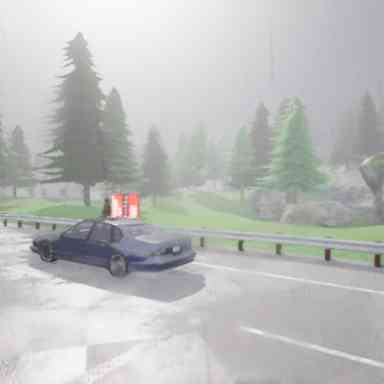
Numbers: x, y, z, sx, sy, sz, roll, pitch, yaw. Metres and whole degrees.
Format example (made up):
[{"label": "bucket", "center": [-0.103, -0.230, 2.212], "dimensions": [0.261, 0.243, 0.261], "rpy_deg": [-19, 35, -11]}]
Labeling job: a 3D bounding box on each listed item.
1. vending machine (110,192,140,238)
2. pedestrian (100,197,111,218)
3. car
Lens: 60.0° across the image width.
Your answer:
[{"label": "vending machine", "center": [-3.259, 1.070, 16.172], "dimensions": [0.880, 2.100, 1.100], "rpy_deg": [1, 0, 32]}, {"label": "pedestrian", "center": [-4.128, 1.163, 16.179], "dimensions": [0.375, 1.860, 0.375], "rpy_deg": [1, 0, 32]}, {"label": "car", "center": [-2.495, 1.468, 9.793], "dimensions": [5.357, 1.411, 2.033], "rpy_deg": [1, 0, 33]}]
